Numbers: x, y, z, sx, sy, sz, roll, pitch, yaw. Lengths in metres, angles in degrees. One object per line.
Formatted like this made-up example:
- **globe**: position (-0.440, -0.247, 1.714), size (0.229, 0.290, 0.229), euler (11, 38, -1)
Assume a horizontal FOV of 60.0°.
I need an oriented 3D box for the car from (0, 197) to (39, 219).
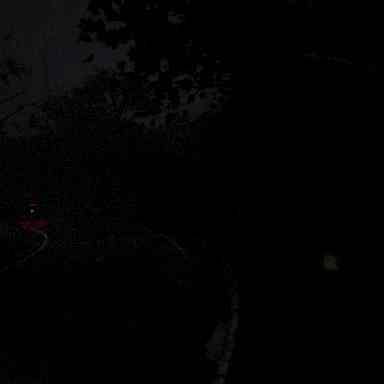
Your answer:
- **car**: position (-13.167, 1.071, 23.774), size (4.902, 1.511, 2.128), euler (1, 0, 24)
